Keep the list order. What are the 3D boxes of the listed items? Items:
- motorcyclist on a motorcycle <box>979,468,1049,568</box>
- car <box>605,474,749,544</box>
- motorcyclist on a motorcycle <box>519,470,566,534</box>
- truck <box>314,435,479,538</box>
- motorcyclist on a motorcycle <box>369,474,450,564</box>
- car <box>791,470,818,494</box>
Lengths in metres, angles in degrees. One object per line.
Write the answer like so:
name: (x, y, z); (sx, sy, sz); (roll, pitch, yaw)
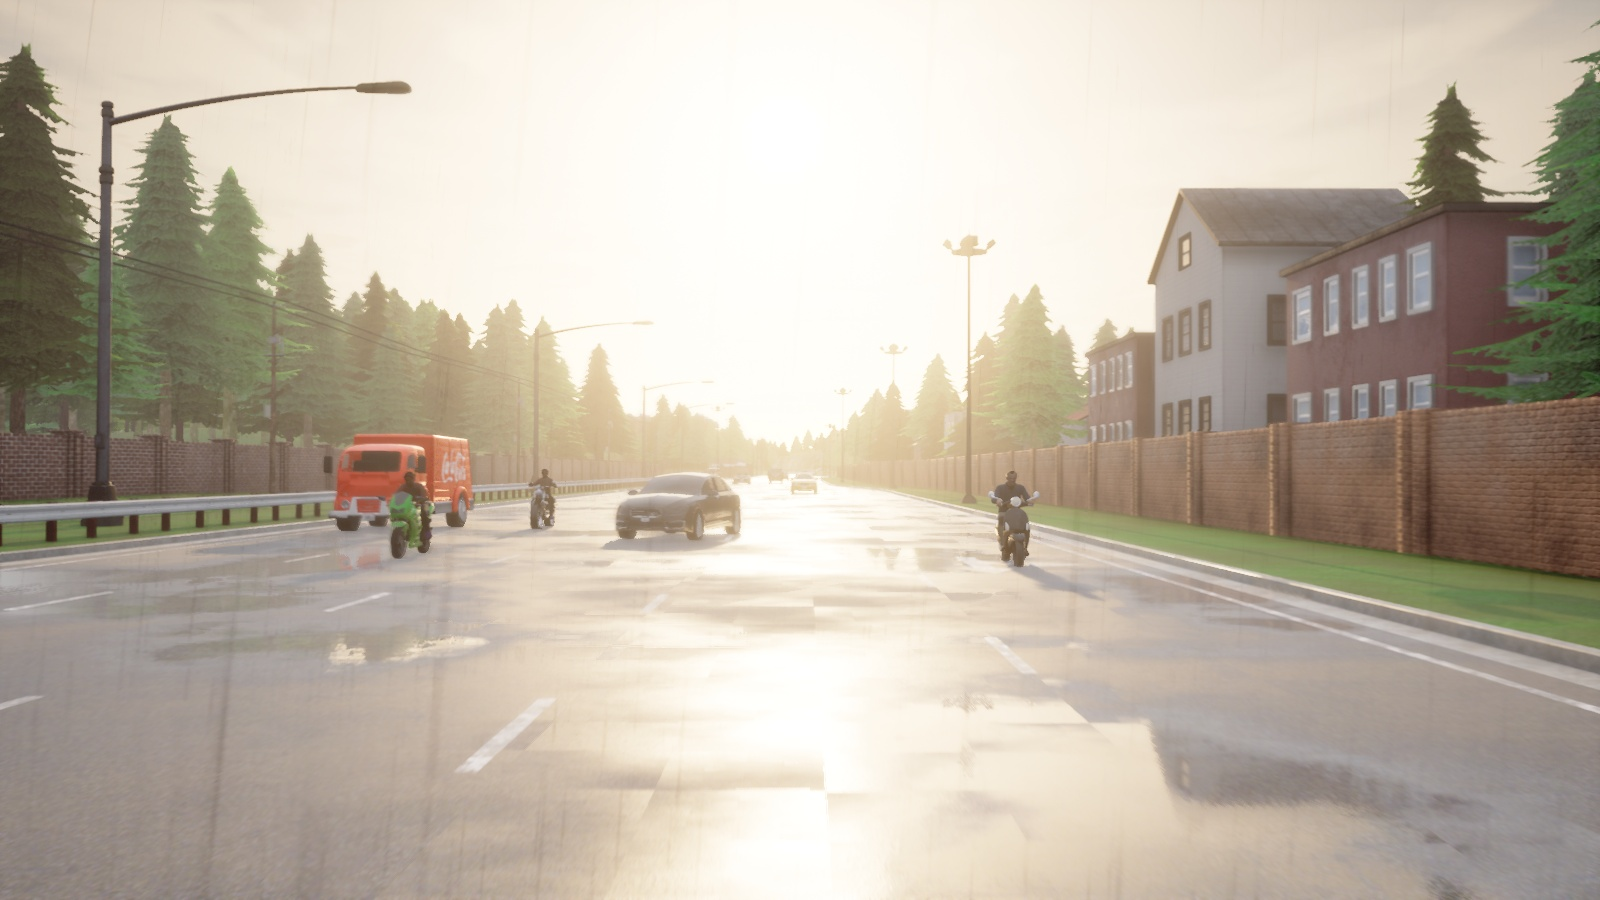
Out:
motorcyclist on a motorcycle: (3.576, 1.108, 21.140); (0.866, 1.590, 1.817); (0, -1, 0)
car: (-2.780, 1.327, 29.634); (1.837, 1.490, 4.892); (-1, -1, 14)
motorcyclist on a motorcycle: (-6.885, 1.356, 33.643); (0.766, 1.649, 2.350); (0, -1, 0)
truck: (-10.388, 0.920, 32.864); (2.627, 2.467, 5.204); (0, -1, 0)
motorcyclist on a motorcycle: (-6.920, 1.199, 22.373); (0.797, 1.523, 2.044); (0, -1, 0)
car: (0.285, 2.212, 87.217); (1.801, 1.575, 5.366); (0, -1, 0)
